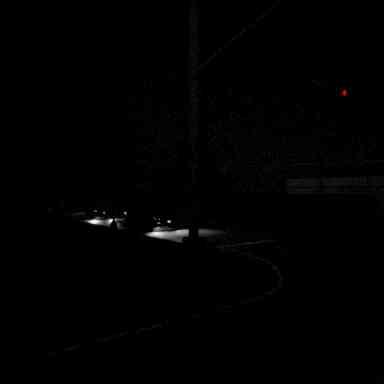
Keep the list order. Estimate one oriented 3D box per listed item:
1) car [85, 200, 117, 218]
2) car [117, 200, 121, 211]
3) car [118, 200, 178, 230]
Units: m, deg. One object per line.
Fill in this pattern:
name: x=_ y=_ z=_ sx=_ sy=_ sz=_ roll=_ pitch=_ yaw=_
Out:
car: x=-8.439 y=1.515 z=30.048 sx=1.837 sy=1.490 sz=4.892 roll=0 pitch=0 yaw=-26
car: x=-8.425 y=1.616 z=40.121 sx=1.895 sy=1.301 sz=4.718 roll=0 pitch=0 yaw=30
car: x=-2.756 y=1.515 z=21.588 sx=1.837 sy=1.490 sz=4.892 roll=0 pitch=0 yaw=-36
